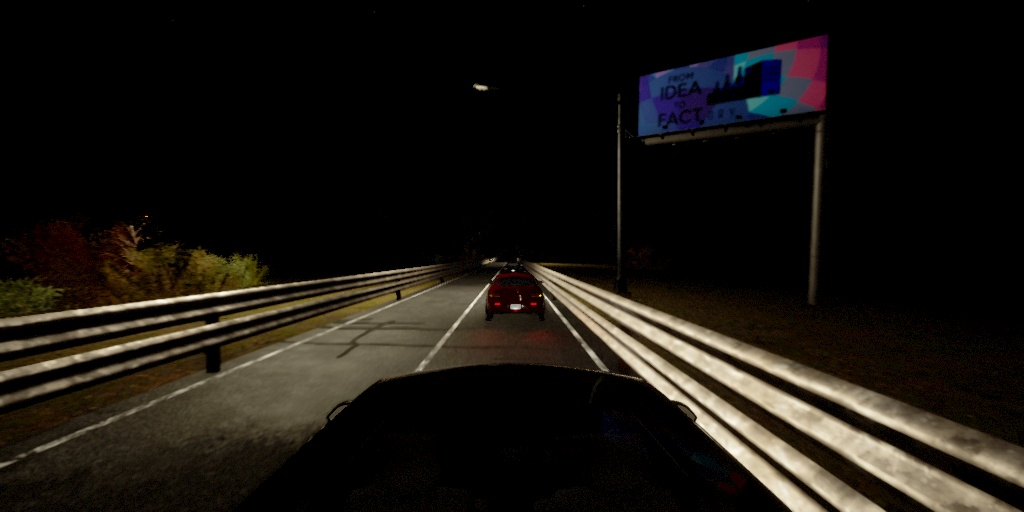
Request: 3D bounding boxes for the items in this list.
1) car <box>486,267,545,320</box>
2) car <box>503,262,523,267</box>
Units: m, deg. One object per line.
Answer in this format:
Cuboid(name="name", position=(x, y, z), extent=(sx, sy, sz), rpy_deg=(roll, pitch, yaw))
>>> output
Cuboid(name="car", position=(0.102, 1.272, 12.470), extent=(1.812, 1.442, 4.674), rpy_deg=(0, 0, 0))
Cuboid(name="car", position=(0.102, 1.303, 34.727), extent=(1.994, 1.385, 4.181), rpy_deg=(0, 0, 0))
